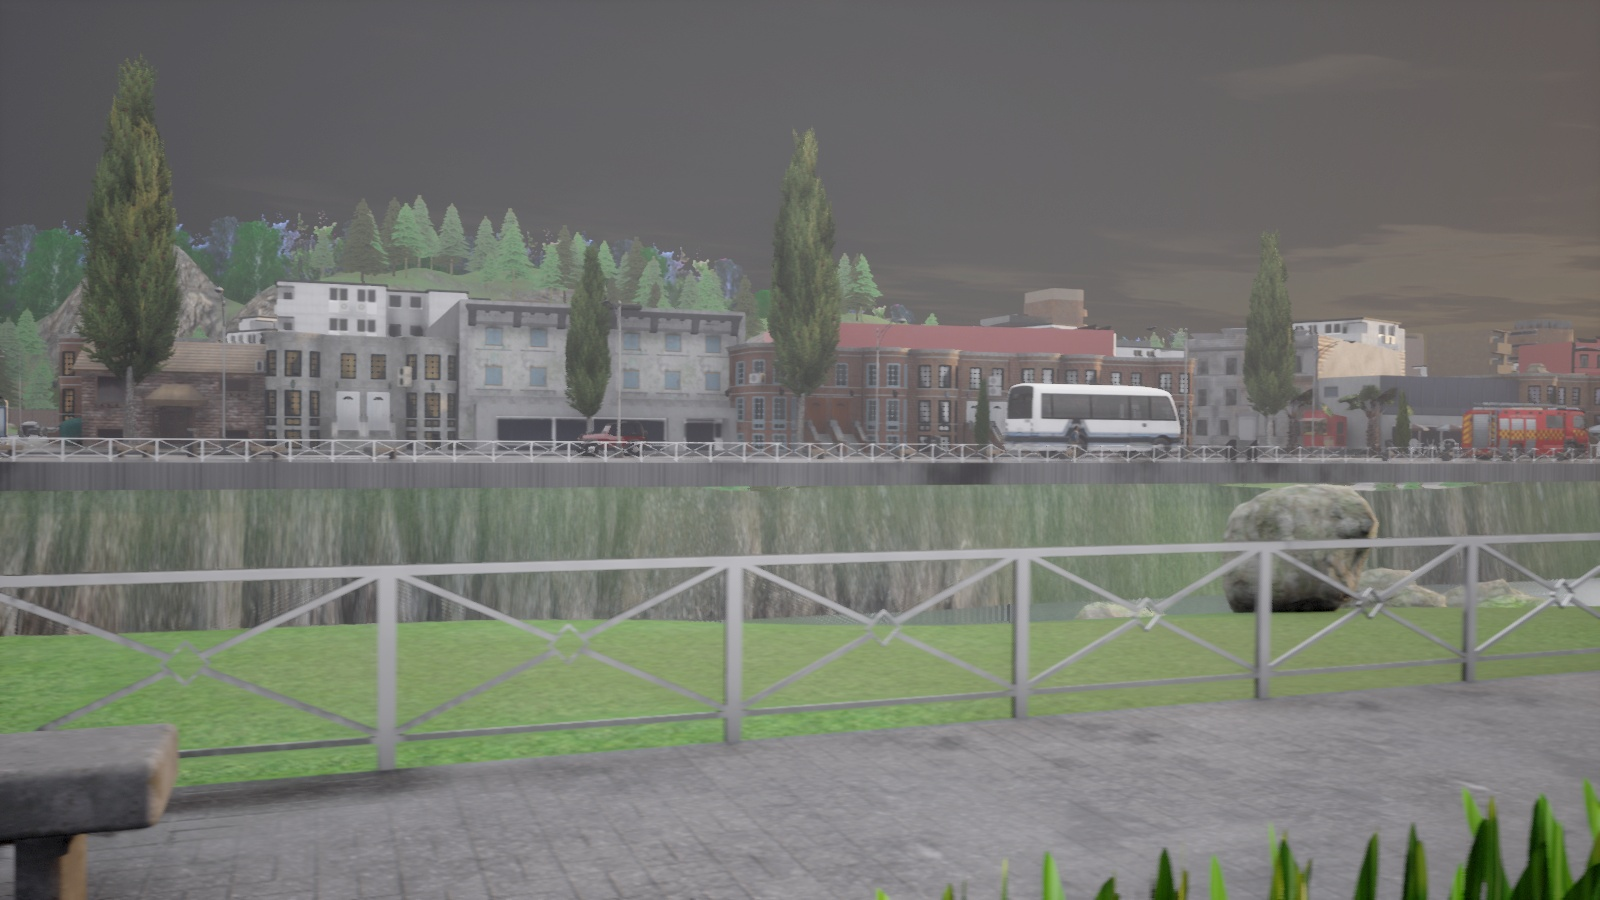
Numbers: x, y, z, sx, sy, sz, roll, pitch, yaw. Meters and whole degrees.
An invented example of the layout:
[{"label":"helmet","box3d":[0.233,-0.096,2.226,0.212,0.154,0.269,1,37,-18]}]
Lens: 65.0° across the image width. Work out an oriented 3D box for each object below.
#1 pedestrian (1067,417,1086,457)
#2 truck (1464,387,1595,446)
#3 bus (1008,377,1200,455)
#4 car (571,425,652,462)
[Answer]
[{"label":"pedestrian","box3d":[13.510,-0.638,61.442,0.788,1.949,0.423,-1,1,-23]},{"label":"truck","box3d":[48.766,-2.260,83.958,8.468,3.827,2.891,-1,1,-21]},{"label":"bus","box3d":[17.429,-1.939,72.048,10.273,4.253,3.944,-1,1,-21]},{"label":"car","box3d":[-9.895,-0.372,65.958,3.866,1.878,1.905,-1,1,-21]}]
